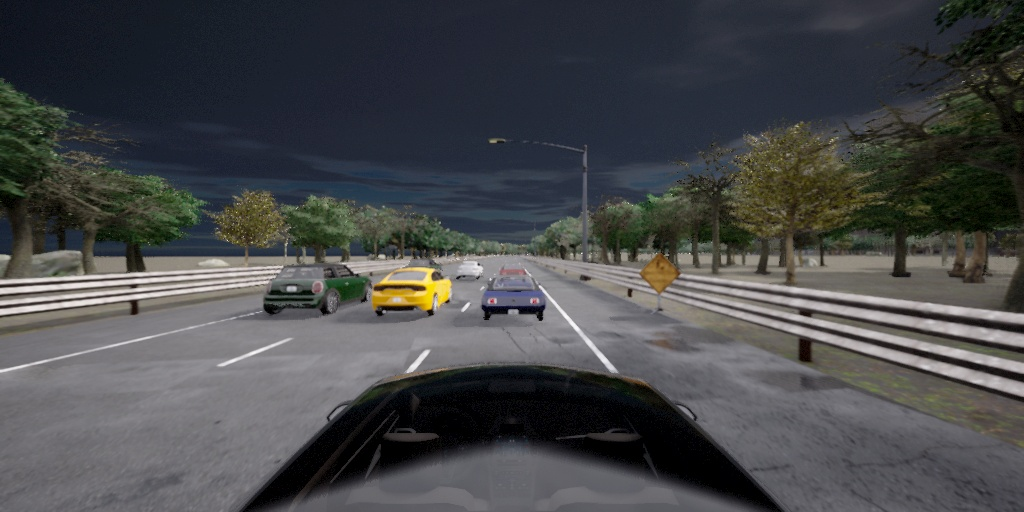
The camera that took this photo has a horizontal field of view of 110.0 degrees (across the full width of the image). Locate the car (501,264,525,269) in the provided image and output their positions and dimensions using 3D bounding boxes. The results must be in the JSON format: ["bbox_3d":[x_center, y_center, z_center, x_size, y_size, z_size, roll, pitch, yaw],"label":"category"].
[{"bbox_3d":[0.059,1.228,27.417,1.895,1.301,4.718,0,0,0],"label":"car"}]

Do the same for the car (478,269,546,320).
[{"bbox_3d":[0.060,1.298,12.409,1.895,1.301,4.718,0,0,0],"label":"car"}]

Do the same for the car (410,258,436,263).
[{"bbox_3d":[-6.935,0.974,28.563,2.097,1.767,4.553,0,0,0],"label":"car"}]

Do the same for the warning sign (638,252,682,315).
[{"bbox_3d":[4.550,0.819,11.085,1.300,1.860,1.060,0,0,0],"label":"warning sign"}]

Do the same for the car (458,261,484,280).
[{"bbox_3d":[-3.428,1.143,29.818,1.812,1.442,4.674,0,0,0],"label":"car"}]

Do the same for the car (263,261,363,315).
[{"bbox_3d":[-6.936,1.044,13.438,2.097,1.767,4.553,0,0,0],"label":"car"}]

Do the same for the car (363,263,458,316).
[{"bbox_3d":[-3.437,1.172,13.190,1.882,1.535,5.008,0,0,0],"label":"car"}]
